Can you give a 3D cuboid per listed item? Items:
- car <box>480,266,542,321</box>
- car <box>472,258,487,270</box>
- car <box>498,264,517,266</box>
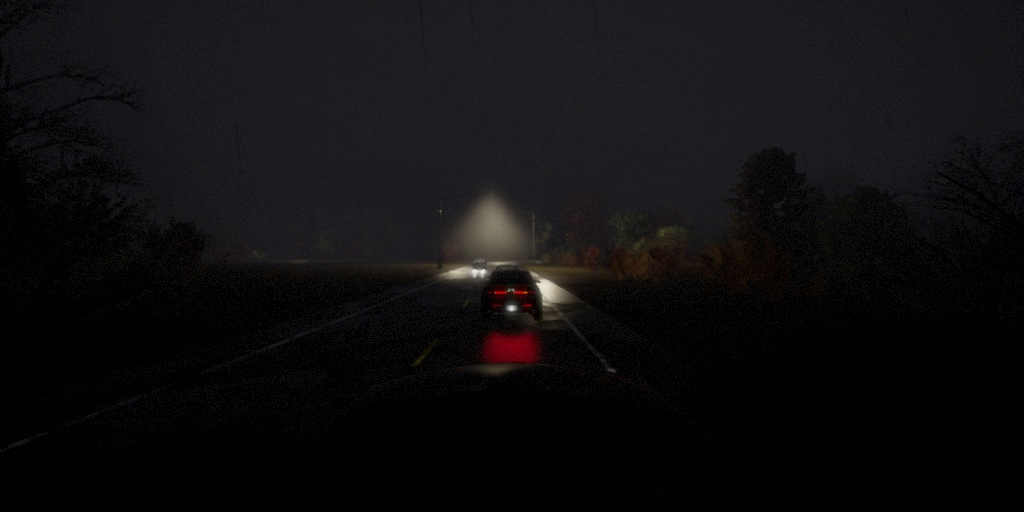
[{"bbox_3d":[-0.046,1.224,12.332,1.837,1.490,4.892,0,-1,-1],"label":"car"},{"bbox_3d":[-4.474,1.096,49.814,2.128,1.511,4.902,0,0,-1],"label":"car"},{"bbox_3d":[-0.336,1.280,26.661,1.895,1.301,4.718,0,0,-1],"label":"car"}]
